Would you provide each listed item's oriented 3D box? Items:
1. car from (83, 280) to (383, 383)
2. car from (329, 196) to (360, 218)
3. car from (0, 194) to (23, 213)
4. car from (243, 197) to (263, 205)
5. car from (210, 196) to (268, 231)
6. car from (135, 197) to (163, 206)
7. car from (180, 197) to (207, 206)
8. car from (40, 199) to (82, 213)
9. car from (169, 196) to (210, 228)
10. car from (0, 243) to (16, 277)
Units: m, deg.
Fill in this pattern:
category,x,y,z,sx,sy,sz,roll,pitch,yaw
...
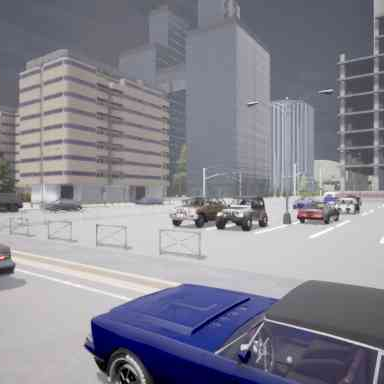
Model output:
category,x,y,z,sx,sy,sz,roll,pitch,yaw
car,1.101,1.601,3.204,4.718,1.301,1.895,0,0,35
car,15.019,1.395,32.246,1.970,1.475,3.806,0,0,34
car,-20.282,1.218,34.039,2.150,2.045,5.566,0,0,34
car,11.338,1.601,61.962,1.895,1.301,4.718,0,0,35
car,2.993,1.156,19.293,1.905,1.878,3.866,0,0,34
car,-6.891,1.547,53.954,2.033,1.411,5.357,0,0,34
car,0.270,1.548,58.241,2.033,1.411,5.357,0,0,34
car,-14.327,1.526,36.595,1.812,1.442,4.674,0,0,34
car,0.626,1.153,20.959,1.932,1.855,4.605,0,0,34
car,-6.743,1.547,8.721,5.357,1.411,2.033,0,0,35
